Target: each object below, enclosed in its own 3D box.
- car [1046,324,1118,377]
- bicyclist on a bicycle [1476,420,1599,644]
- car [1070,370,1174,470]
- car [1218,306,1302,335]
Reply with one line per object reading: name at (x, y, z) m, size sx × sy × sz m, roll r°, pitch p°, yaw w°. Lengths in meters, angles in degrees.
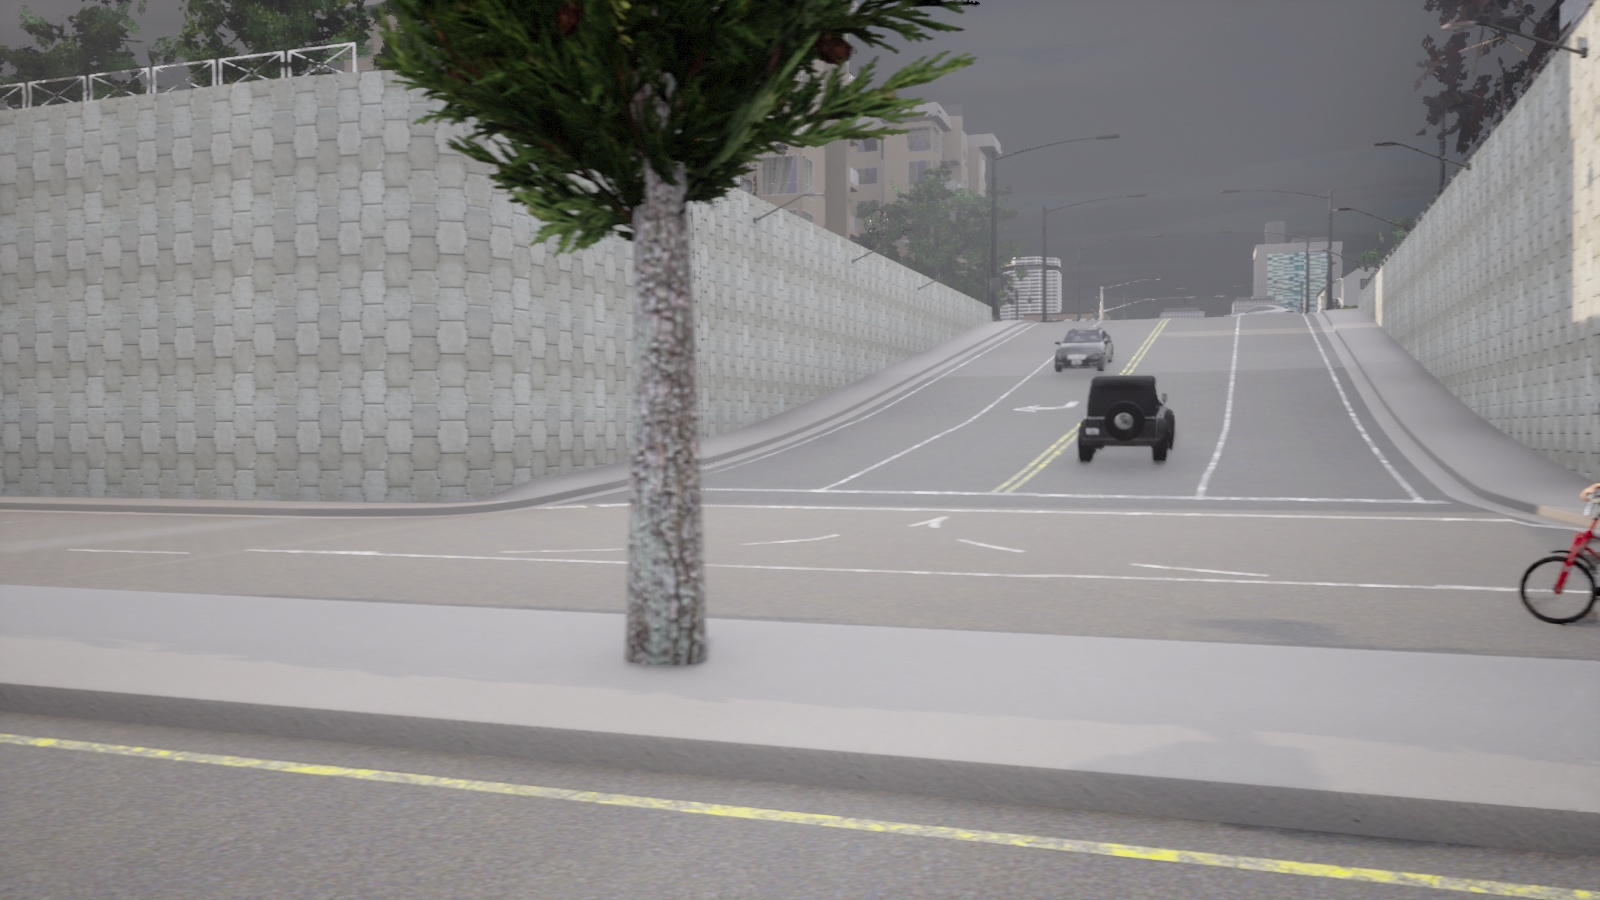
car at (11.068, -3.907, 49.048) m, size 2.128 × 1.511 × 4.902 m, roll 1°, pitch 11°, yaw 20°
bicyclist on a bicycle at (6.125, 0.610, 9.565) m, size 1.509 × 1.612 × 0.866 m, roll 3°, pitch 2°, yaw 19°
car at (7.373, -0.766, 28.521) m, size 1.905 × 1.878 × 3.866 m, roll 1°, pitch 7°, yaw 20°
car at (29.427, -8.277, 80.406) m, size 4.674 × 1.442 × 1.812 m, roll 0°, pitch 1°, yaw 41°
